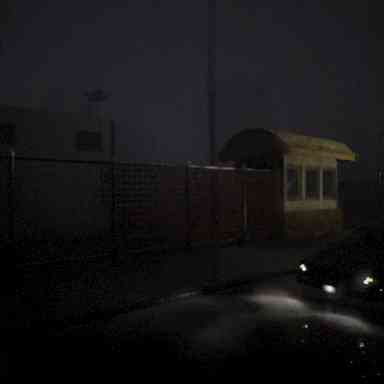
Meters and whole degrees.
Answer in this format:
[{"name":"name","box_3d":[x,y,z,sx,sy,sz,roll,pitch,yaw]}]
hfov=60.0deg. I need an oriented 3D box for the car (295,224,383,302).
[{"name":"car","box_3d":[4.886,1.547,8.233,5.357,1.411,2.033,0,0,-36]}]
